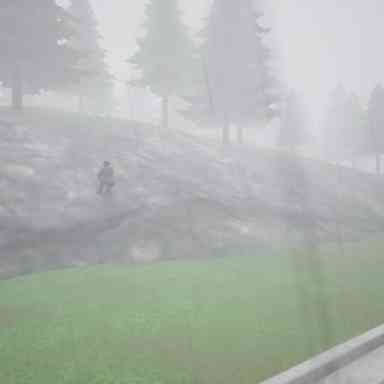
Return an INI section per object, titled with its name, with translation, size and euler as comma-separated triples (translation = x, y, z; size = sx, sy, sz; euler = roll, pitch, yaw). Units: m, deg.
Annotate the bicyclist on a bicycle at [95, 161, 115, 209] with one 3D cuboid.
[bicyclist on a bicycle]
translation = -3.232, -0.339, 12.387
size = 0.582, 1.620, 1.656
euler = -5, 34, -37
